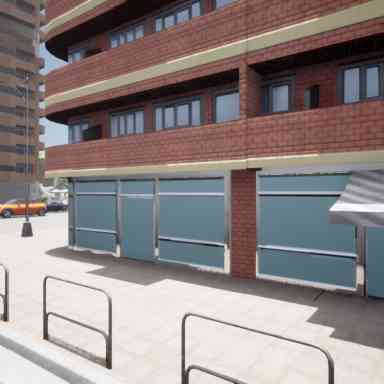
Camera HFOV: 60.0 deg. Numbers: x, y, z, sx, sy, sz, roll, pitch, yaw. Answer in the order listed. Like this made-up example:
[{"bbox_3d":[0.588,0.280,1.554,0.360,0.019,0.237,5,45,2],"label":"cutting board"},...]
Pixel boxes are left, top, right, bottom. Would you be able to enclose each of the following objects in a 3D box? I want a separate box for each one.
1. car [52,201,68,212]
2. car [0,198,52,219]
[{"bbox_3d":[-15.362,1.601,35.776,1.895,1.301,4.718,0,0,36],"label":"car"},{"bbox_3d":[-15.468,1.352,29.690,2.097,1.767,4.553,0,0,36],"label":"car"}]
